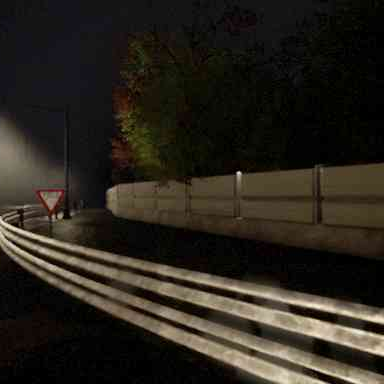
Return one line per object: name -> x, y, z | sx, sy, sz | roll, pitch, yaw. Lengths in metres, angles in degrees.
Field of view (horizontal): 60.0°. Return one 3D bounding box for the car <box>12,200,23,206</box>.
car -> -37.002, 2.274, 70.509 | 1.994, 1.385, 4.181 | 0, 0, -29
